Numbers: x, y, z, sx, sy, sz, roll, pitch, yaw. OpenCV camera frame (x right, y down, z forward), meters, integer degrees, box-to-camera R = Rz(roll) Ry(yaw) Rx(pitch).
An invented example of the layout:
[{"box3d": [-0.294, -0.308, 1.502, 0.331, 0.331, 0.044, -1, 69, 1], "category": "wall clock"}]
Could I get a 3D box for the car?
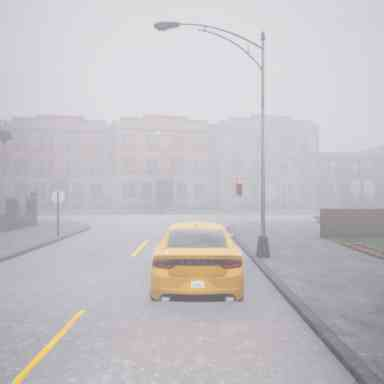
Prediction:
[{"box3d": [0.107, 1.476, 8.334, 1.882, 1.535, 5.008, 0, 0, 0], "category": "car"}]
